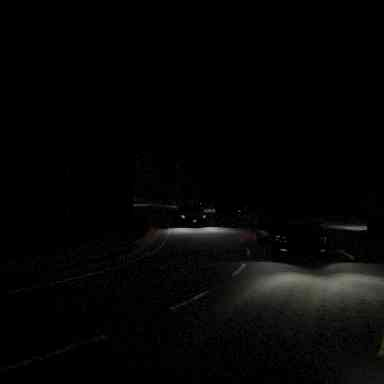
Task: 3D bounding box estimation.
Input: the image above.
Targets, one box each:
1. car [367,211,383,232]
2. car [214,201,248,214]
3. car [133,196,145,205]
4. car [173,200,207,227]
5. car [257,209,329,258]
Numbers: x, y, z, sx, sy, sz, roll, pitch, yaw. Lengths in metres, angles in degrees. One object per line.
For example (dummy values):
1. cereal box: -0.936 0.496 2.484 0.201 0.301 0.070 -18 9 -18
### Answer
1. car: 10.996 1.503 17.180 1.837 1.490 4.892 1 0 -1
2. car: 3.953 1.599 35.006 1.895 1.301 4.718 0 0 -19
3. car: -10.075 1.522 61.175 1.812 1.442 4.674 0 0 -21
4. car: -0.220 1.524 23.006 1.812 1.442 4.674 0 0 -10
5. car: 3.717 1.476 12.981 1.882 1.535 5.008 0 0 3
